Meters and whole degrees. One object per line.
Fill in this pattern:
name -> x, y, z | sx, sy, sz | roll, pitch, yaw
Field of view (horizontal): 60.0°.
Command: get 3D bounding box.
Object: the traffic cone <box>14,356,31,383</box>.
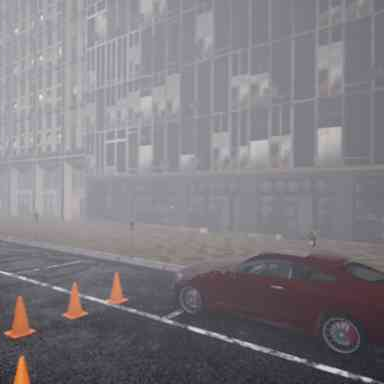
traffic cone -> -1.718, 1.964, 3.360 | 0.340, 0.580, 0.340 | 0, 0, 36

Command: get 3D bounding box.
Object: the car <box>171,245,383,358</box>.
car -> 1.566, 1.615, 5.877 | 4.206, 1.307, 1.802 | 0, 0, 36

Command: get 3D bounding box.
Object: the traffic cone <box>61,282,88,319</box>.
traffic cone -> -2.170, 1.973, 6.152 | 0.340, 0.580, 0.340 | 0, 0, 36

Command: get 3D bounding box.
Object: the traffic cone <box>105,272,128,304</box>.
traffic cone -> -1.584, 1.978, 6.963 | 0.340, 0.580, 0.340 | 0, 0, 36

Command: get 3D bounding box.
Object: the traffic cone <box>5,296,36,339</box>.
traffic cone -> -2.755, 1.967, 5.341 | 0.340, 0.580, 0.340 | 0, 0, 36
